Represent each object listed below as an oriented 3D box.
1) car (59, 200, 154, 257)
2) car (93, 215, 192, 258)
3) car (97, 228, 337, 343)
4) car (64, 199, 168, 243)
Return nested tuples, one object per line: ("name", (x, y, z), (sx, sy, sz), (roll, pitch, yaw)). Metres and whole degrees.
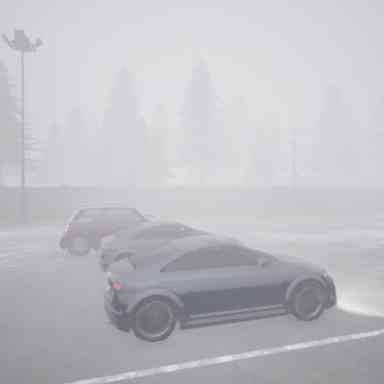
("car", (-2.543, 1.284, 12.546), (4.553, 1.767, 2.097), (0, 0, -18))
("car", (-0.562, 1.510, 9.511), (4.181, 1.385, 1.994), (0, 0, -18))
("car", (0.501, 1.528, 6.177), (4.181, 1.385, 1.994), (0, 0, -18))
("car", (-3.628, 1.267, 15.874), (4.553, 1.767, 2.097), (0, 0, -18))
